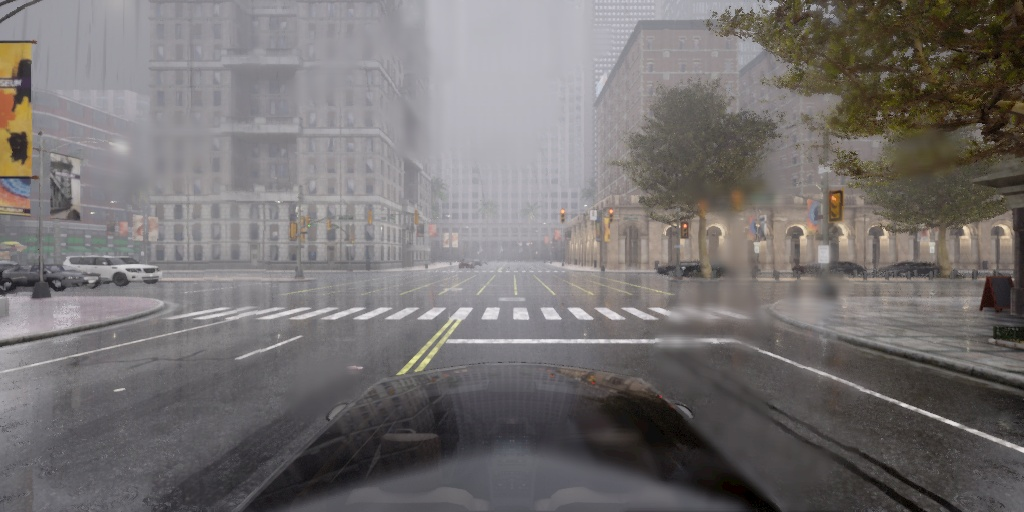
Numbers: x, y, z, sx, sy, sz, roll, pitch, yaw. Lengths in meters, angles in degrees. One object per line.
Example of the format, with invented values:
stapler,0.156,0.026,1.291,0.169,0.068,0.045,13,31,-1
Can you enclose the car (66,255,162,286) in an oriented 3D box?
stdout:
car,-27.388,0.971,24.552,5.566,2.045,2.150,0,0,2

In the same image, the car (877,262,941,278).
car,35.921,1.254,32.420,4.892,1.490,1.837,0,0,0

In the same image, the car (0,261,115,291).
car,-27.067,1.241,21.036,4.902,1.511,2.128,0,0,0

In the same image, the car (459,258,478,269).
car,-7.120,1.101,56.621,2.097,1.767,4.553,0,0,0

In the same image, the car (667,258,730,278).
car,17.034,1.102,32.515,4.553,1.767,2.097,0,0,0

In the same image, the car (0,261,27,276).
car,-52.548,1.254,36.916,4.892,1.490,1.837,0,0,20

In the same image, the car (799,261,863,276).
car,32.199,1.254,35.939,4.892,1.490,1.837,0,0,0

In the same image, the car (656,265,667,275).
car,17.127,1.227,36.013,5.008,1.535,1.882,0,0,0
